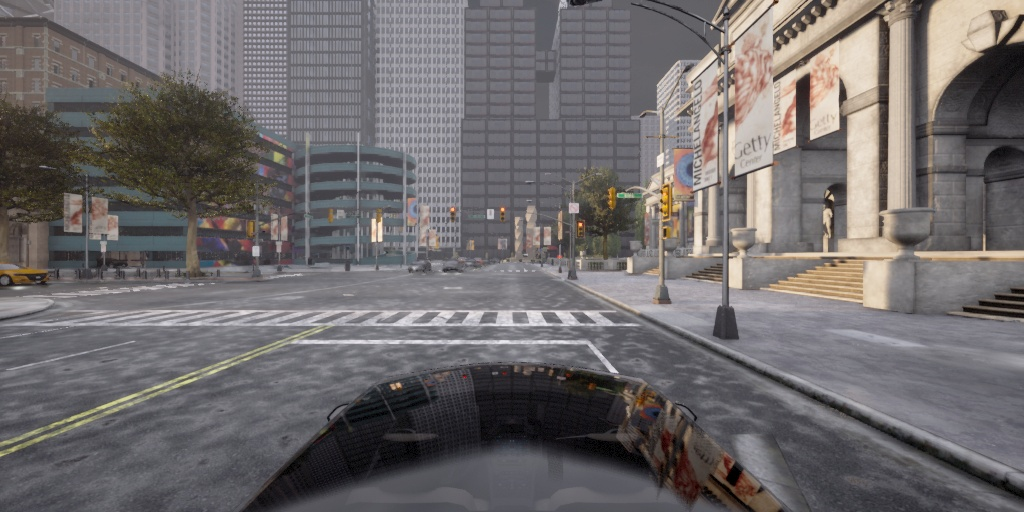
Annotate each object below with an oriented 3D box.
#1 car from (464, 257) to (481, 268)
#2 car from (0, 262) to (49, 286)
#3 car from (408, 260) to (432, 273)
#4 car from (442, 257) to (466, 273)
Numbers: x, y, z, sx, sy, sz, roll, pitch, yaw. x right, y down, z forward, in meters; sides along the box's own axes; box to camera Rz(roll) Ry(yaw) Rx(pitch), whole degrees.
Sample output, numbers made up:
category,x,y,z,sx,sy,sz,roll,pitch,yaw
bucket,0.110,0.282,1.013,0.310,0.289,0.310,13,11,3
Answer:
category,x,y,z,sx,sy,sz,roll,pitch,yaw
car,-6.990,1.170,60.757,2.128,1.511,4.902,0,0,0
car,-34.048,1.150,23.824,5.008,1.535,1.882,0,0,-1
car,-10.531,1.185,41.306,2.128,1.511,4.902,0,0,0
car,-7.029,1.203,42.675,1.837,1.490,4.892,0,0,0
